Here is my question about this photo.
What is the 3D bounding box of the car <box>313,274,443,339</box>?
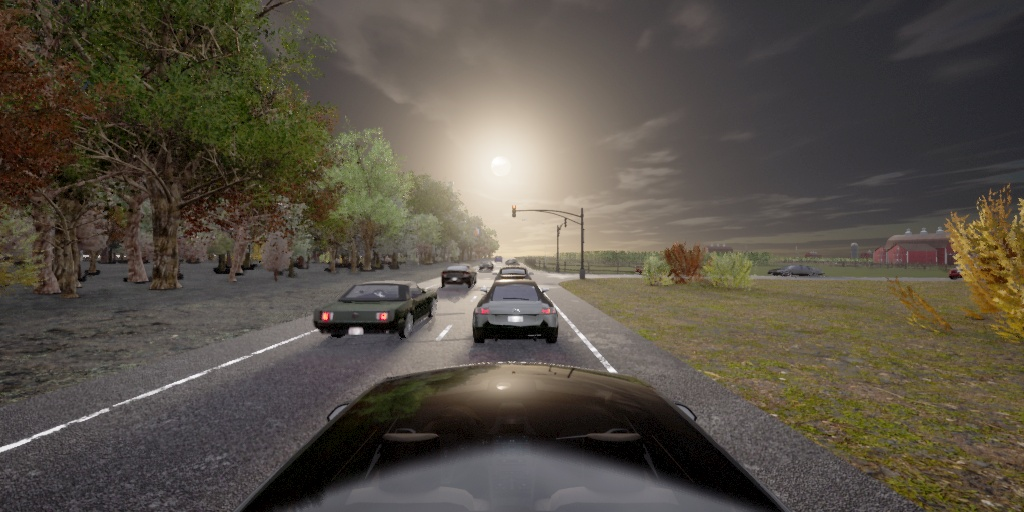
[{"bbox_3d":[-3.422,1.353,10.083,1.895,1.301,4.718,0,0,0],"label":"car"}]

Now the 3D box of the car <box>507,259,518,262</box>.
[{"bbox_3d":[0.058,1.260,54.263,1.837,1.490,4.892,-1,0,-4],"label":"car"}]

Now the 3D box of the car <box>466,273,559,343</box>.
[{"bbox_3d":[0.076,1.316,9.665,1.994,1.385,4.181,0,0,0],"label":"car"}]

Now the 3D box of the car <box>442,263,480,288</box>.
[{"bbox_3d":[-3.460,1.232,24.055,1.882,1.535,5.008,0,0,0],"label":"car"}]

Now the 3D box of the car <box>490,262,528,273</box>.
[{"bbox_3d":[0.059,1.259,18.565,1.837,1.490,4.892,0,0,0],"label":"car"}]

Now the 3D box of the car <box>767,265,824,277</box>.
[{"bbox_3d":[32.405,1.709,41.037,5.357,1.411,2.033,1,-1,0],"label":"car"}]

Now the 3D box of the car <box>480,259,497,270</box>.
[{"bbox_3d":[-3.536,1.356,50.754,1.895,1.301,4.718,0,0,0],"label":"car"}]

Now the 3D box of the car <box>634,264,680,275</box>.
[{"bbox_3d":[16.499,1.590,41.121,4.718,1.301,1.895,1,-1,2],"label":"car"}]

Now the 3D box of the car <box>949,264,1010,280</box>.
[{"bbox_3d":[48.806,1.633,37.413,4.553,1.767,2.097,1,-1,0],"label":"car"}]
